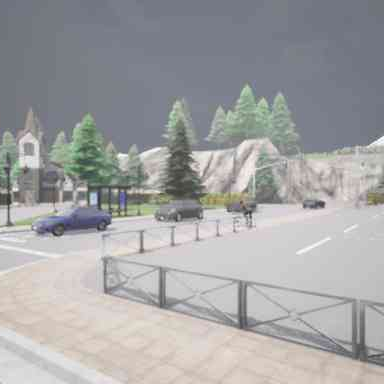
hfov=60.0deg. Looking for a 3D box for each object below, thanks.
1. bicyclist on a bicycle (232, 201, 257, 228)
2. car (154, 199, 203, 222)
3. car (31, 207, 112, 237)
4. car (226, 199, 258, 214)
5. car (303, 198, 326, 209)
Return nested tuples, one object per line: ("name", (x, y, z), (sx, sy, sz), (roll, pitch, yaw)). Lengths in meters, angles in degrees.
("bicyclist on a bicycle", (3.105, 1.342, 19.951), (1.656, 1.620, 0.582), (-1, 0, 35))
("car", (-1.013, 1.416, 27.114), (2.097, 1.767, 4.553), (0, 0, 35))
("car", (-6.708, 1.589, 18.969), (1.812, 1.442, 4.674), (0, 0, 35))
("car", (5.517, 1.541, 36.427), (1.882, 1.535, 5.008), (0, 0, 35))
("car", (16.787, 1.543, 45.564), (2.128, 1.511, 4.902), (0, 0, 40))
